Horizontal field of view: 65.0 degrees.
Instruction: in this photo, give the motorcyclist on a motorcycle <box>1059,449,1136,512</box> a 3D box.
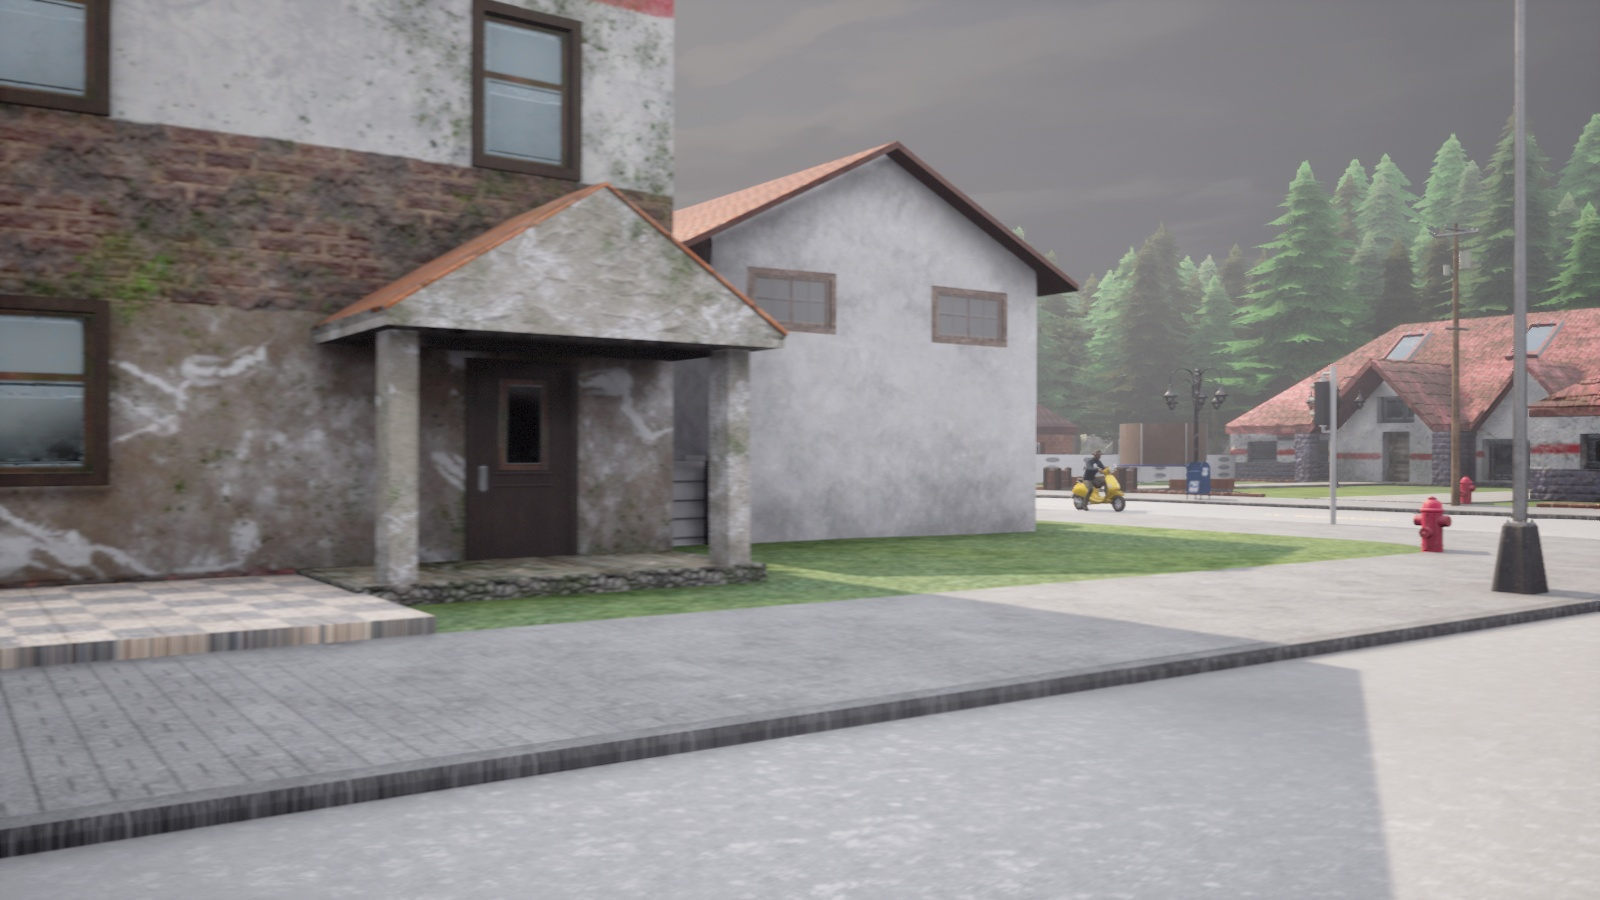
[{"bbox_3d":[7.712,0.760,32.608,0.866,1.590,1.817,0,0,-35],"label":"motorcyclist on a motorcycle"}]
